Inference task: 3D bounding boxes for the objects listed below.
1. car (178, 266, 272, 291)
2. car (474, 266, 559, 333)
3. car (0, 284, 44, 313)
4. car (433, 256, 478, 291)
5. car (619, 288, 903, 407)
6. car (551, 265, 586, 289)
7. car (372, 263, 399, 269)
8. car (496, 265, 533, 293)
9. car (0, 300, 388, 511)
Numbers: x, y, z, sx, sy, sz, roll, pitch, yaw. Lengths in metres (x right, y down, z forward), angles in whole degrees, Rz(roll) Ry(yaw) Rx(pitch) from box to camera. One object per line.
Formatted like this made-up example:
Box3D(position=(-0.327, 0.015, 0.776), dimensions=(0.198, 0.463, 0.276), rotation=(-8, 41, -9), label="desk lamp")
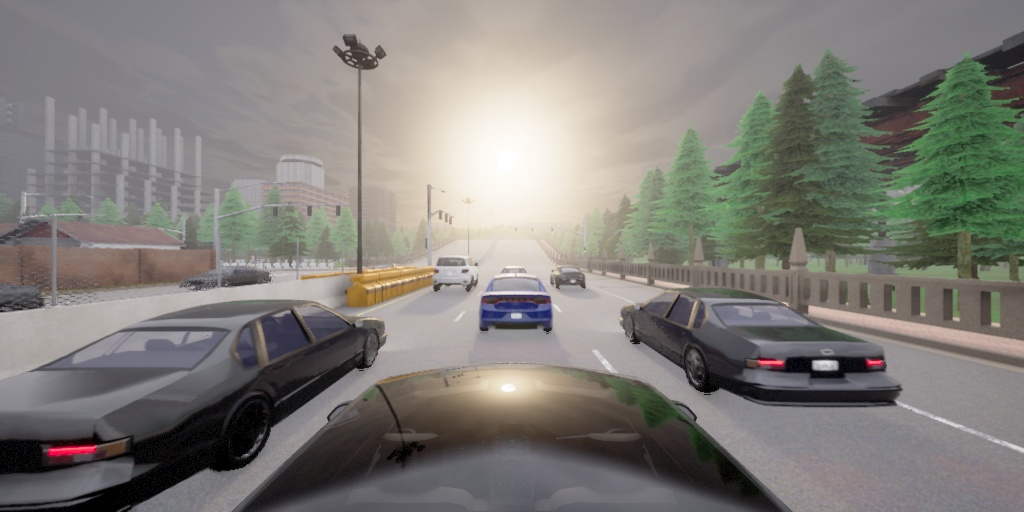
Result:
Box3D(position=(-17.532, 1.343, 22.363), dimensions=(2.033, 1.411, 5.357), rotation=(0, 0, 1), label="car")
Box3D(position=(0.105, 1.248, 10.892), dimensions=(1.882, 1.535, 5.008), rotation=(0, 0, 0), label="car")
Box3D(position=(-14.094, 1.255, 7.969), dimensions=(2.128, 1.511, 4.902), rotation=(0, 0, 0), label="car")
Box3D(position=(-3.382, 1.016, 22.286), dimensions=(2.150, 2.045, 5.566), rotation=(0, 0, 0), label="car")
Box3D(position=(3.603, 1.308, 6.631), dimensions=(2.033, 1.411, 5.357), rotation=(0, 0, 0), label="car")
Box3D(position=(3.617, 1.323, 23.536), dimensions=(1.812, 1.442, 4.674), rotation=(0, 0, 0), label="car")
Box3D(position=(-10.476, 1.352, 29.901), dimensions=(1.812, 1.442, 4.674), rotation=(0, 0, 0), label="car")
Box3D(position=(0.119, 1.343, 22.659), dimensions=(2.033, 1.411, 5.357), rotation=(0, 0, 0), label="car")
Box3D(position=(-3.396, 1.304, 4.747), dimensions=(2.033, 1.411, 5.357), rotation=(0, 0, 0), label="car")
